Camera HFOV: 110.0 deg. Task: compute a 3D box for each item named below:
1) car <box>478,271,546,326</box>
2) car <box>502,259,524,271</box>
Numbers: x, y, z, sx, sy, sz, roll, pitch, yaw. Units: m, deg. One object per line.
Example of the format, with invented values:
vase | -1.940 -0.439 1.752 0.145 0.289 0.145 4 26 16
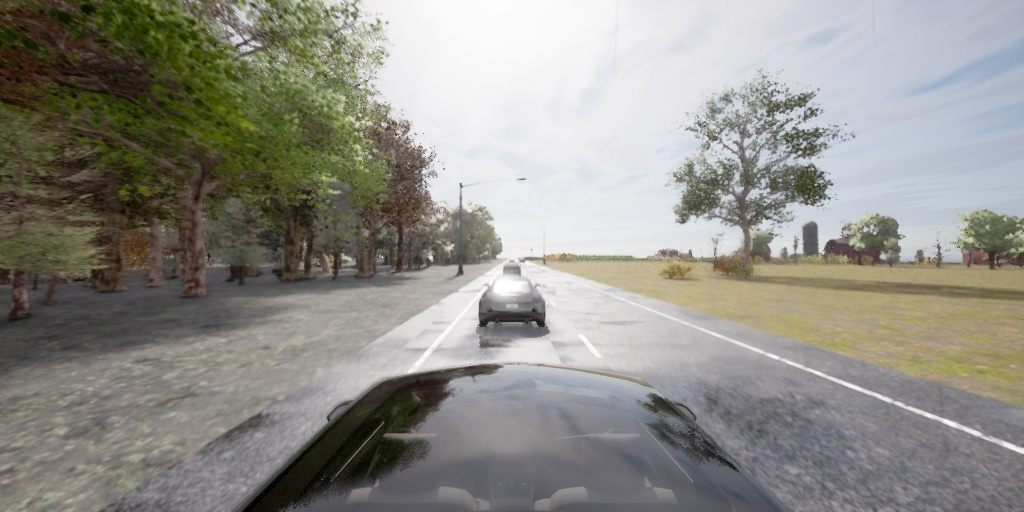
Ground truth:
car | 0.004 1.352 11.826 1.994 1.385 4.181 0 0 0
car | 0.000 1.371 38.366 1.882 1.535 5.008 0 0 0
